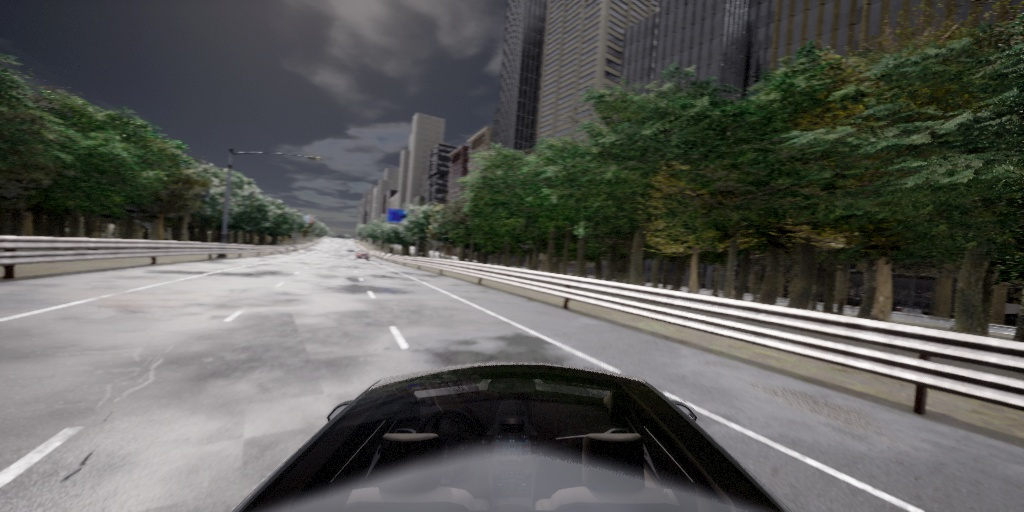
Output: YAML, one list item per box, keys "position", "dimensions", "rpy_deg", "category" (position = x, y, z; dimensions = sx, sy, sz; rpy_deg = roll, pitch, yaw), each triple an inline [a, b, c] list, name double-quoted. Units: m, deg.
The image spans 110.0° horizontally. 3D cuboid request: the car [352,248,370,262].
- position: [-21.048, -0.046, 50.435]
  dimensions: [1.812, 1.442, 4.674]
  rpy_deg: [5, -1, -26]
  category: "car"
